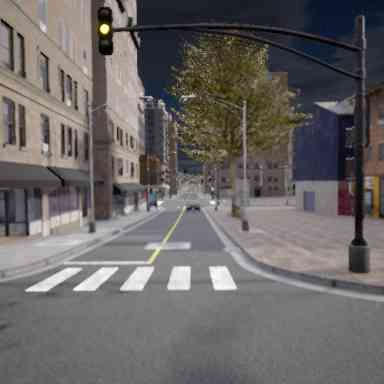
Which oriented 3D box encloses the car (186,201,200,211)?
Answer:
[{"bbox_3d":[0.196,1.946,46.439,1.895,1.301,4.718,-1,0,1],"label":"car"}]
